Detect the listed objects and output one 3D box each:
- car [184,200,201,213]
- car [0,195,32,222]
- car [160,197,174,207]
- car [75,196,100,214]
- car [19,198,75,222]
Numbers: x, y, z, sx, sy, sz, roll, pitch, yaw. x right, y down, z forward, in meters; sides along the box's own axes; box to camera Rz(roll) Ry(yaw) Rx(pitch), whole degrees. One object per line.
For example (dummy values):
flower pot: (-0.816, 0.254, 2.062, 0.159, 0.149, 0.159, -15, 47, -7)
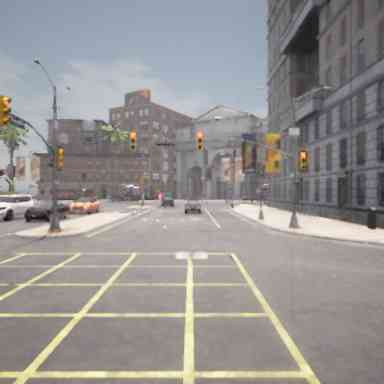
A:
car: (0.099, 1.574, 36.633, 2.033, 1.411, 5.357, 0, 0, 0)
car: (-15.015, 1.242, 27.330, 2.150, 2.045, 5.566, 0, 0, 0)
car: (-3.906, 1.544, 52.881, 1.837, 1.490, 4.892, 0, 0, -8)
car: (-11.531, 1.379, 35.941, 2.097, 1.767, 4.553, 0, 0, 0)
car: (-11.525, 1.498, 26.805, 1.882, 1.535, 5.008, 0, 0, 1)
